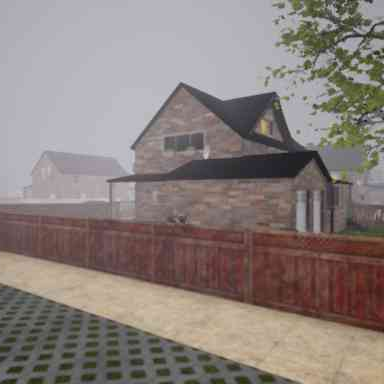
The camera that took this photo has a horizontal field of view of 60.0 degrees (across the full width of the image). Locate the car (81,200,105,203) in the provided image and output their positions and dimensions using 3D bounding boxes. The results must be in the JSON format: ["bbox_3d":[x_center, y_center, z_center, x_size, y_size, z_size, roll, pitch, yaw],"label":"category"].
[{"bbox_3d":[-10.754,1.613,35.000,1.837,1.490,4.892,0,0,35],"label":"car"}]
